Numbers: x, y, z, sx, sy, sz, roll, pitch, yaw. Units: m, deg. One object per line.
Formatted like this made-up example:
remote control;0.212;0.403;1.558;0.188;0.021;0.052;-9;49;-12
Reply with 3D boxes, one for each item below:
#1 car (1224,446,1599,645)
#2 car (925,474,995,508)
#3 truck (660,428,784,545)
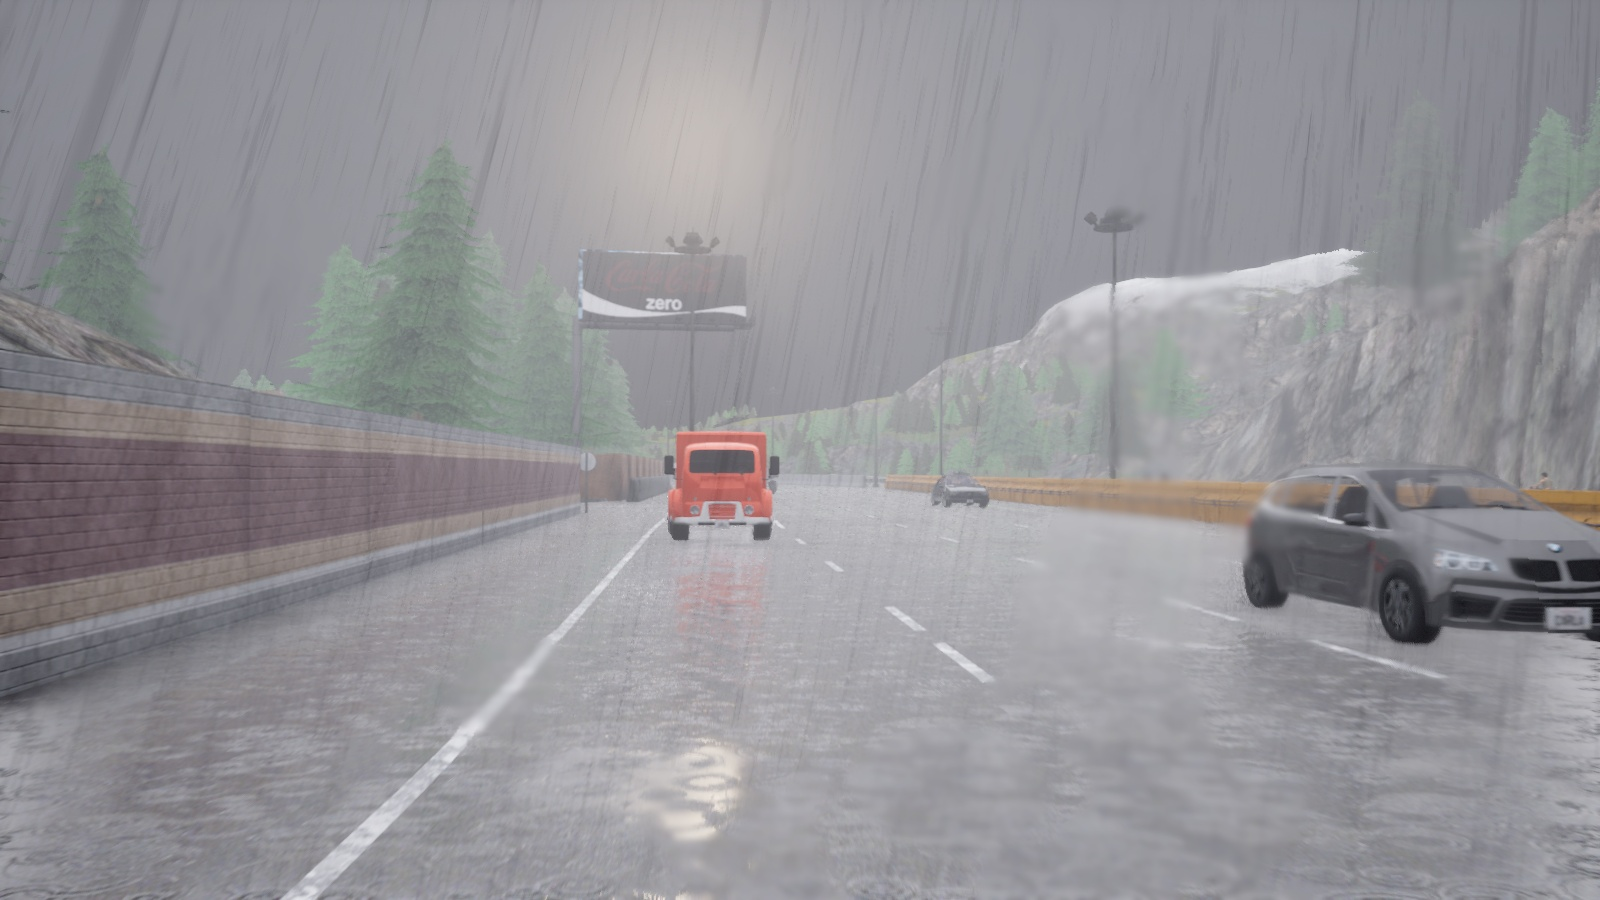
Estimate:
car;6.414;0.848;12.938;2.242;1.667;4.611;0;-1;-4
car;6.972;1.755;55.278;2.033;1.411;5.357;0;-1;-4
truck;-1.861;0.831;29.434;2.627;2.467;5.204;0;-1;-4
